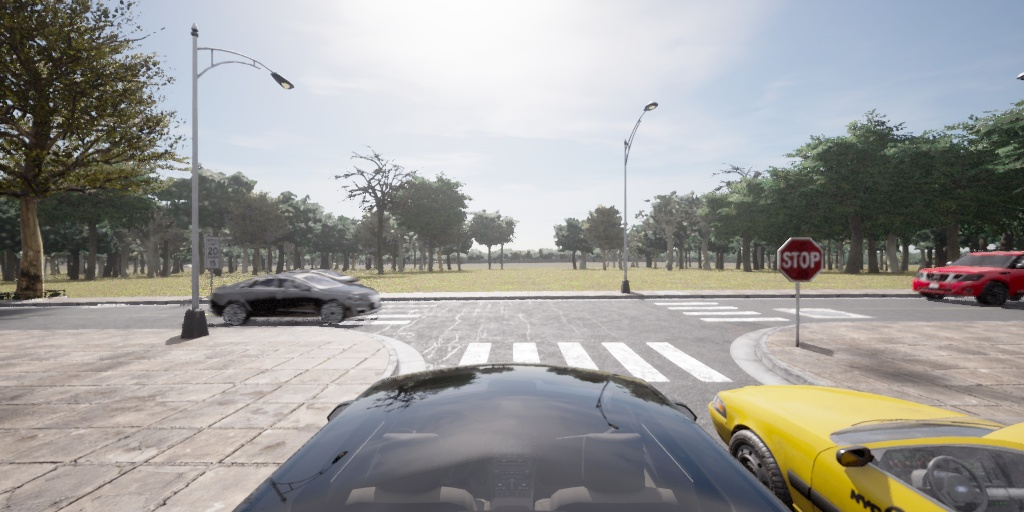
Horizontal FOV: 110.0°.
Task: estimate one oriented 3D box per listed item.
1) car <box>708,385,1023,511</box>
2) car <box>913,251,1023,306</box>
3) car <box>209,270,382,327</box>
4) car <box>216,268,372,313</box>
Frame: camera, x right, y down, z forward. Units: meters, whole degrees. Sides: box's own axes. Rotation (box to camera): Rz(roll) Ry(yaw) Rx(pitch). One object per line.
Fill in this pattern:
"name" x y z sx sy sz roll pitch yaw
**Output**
"car" 2.635 1.275 1.342 1.751 1.417 4.829 0 0 0
"car" 19.414 0.814 14.118 5.566 2.045 2.150 0 0 0
"car" -6.732 1.299 11.390 4.902 1.511 2.128 -1 0 0
"car" -8.504 1.322 14.355 4.902 1.511 2.128 -1 0 0
